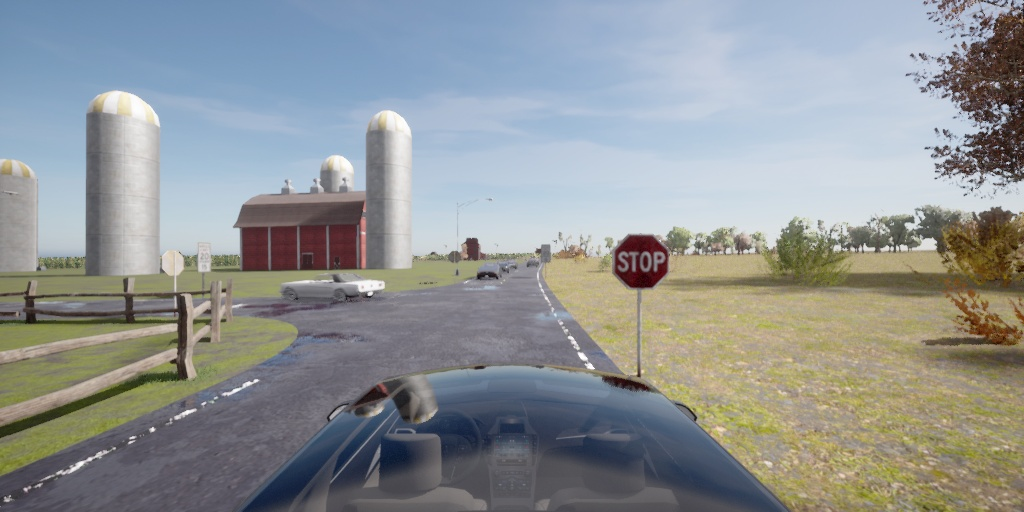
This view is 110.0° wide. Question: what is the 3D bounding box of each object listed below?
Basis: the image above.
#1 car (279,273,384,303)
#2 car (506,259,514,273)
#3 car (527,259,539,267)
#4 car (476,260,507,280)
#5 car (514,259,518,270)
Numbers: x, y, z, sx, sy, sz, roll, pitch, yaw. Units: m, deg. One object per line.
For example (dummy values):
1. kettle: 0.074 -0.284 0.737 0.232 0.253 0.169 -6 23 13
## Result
1. car: -8.670 1.474 17.175 4.718 1.301 1.895 -1 0 17
2. car: -1.189 1.280 41.584 1.994 1.385 4.181 0 0 4
3. car: 3.530 1.170 61.596 2.128 1.511 4.902 0 0 6
4. car: -1.885 1.277 31.725 2.033 1.411 5.357 0 0 3
5. car: -0.209 1.187 52.402 2.128 1.511 4.902 0 0 6
